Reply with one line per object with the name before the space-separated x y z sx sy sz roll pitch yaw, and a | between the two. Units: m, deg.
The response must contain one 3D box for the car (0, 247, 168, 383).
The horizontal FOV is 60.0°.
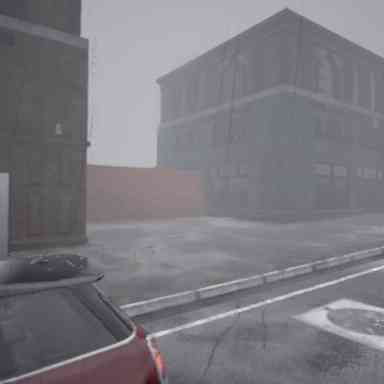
car | -2.386 1.359 1.984 4.553 1.767 2.097 0 0 -36
